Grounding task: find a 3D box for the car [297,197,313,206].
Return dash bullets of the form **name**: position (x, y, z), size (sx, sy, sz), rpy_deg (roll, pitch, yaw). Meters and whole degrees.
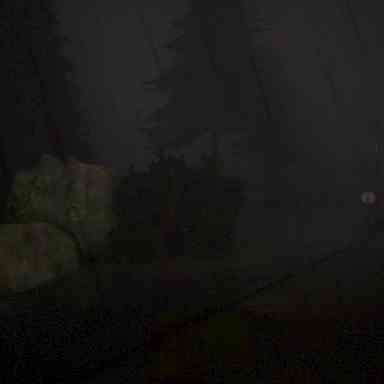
- **car**: position (19.558, 1.671, 57.765), size (1.845, 1.501, 3.633), rpy_deg (-1, -1, 39)
